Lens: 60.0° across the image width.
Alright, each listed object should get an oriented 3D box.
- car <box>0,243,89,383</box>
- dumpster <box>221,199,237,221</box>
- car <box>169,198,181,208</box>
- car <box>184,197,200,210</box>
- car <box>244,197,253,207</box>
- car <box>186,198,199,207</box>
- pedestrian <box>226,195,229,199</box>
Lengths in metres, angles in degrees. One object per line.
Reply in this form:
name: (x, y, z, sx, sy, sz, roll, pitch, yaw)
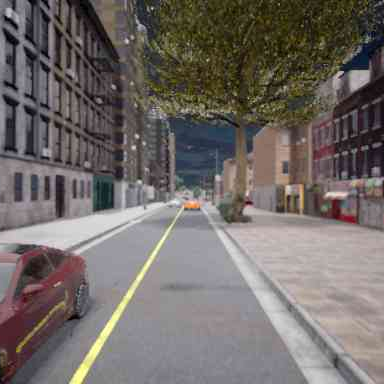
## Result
car: (-2.836, 1.527, 4.609, 1.812, 1.442, 4.674, 0, 0, 0)
dumpster: (3.005, 1.426, 27.226, 1.020, 1.700, 1.940, 0, 0, 0)
car: (-2.777, 1.766, 54.412, 1.812, 1.442, 4.674, 0, -1, 0)
car: (0.052, 1.493, 44.538, 2.097, 1.767, 4.553, 0, 0, 0)
car: (10.800, 1.929, 62.521, 5.009, 1.841, 2.192, 1, -1, 0)
car: (0.131, 1.760, 55.634, 1.837, 1.490, 4.892, 0, -1, 4)
pedestrian: (3.004, 1.177, 28.230, 0.375, 1.860, 0.375, 0, 0, -10)
